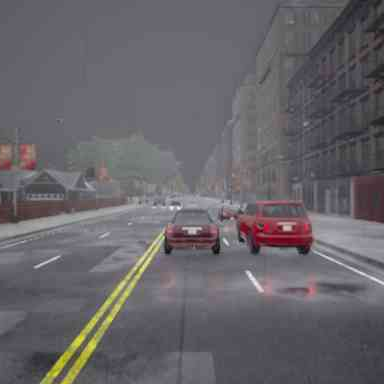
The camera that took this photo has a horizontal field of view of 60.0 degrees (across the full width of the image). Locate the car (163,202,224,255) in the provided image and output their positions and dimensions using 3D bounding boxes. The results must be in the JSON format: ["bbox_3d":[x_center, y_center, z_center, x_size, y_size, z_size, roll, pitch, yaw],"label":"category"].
[{"bbox_3d":[0.006,1.482,14.090,2.097,1.767,4.553,0,-1,0],"label":"car"}]

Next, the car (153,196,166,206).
[{"bbox_3d":[-6.487,1.792,66.788,2.150,2.045,5.566,0,-1,0],"label":"car"}]

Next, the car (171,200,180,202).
[{"bbox_3d":[-3.237,2.186,66.723,1.895,1.301,4.718,0,-1,0],"label":"car"}]

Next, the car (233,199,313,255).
[{"bbox_3d":[3.254,1.348,14.038,2.150,2.045,5.566,0,0,0],"label":"car"}]

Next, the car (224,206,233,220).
[{"bbox_3d":[3.258,1.868,29.113,1.895,1.301,4.718,0,0,0],"label":"car"}]
